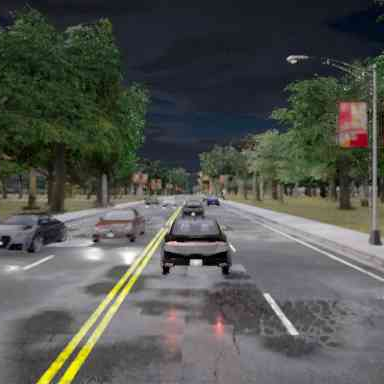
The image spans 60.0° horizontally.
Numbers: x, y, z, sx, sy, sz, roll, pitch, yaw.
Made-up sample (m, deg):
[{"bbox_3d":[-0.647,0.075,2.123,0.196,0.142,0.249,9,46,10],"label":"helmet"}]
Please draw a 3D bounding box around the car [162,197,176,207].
[{"bbox_3d":[-3.347,1.507,49.750,1.812,1.442,4.674,0,0,0],"label":"car"}]

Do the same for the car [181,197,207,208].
[{"bbox_3d":[0.094,1.493,28.672,1.837,1.490,4.892,0,0,0],"label":"car"}]

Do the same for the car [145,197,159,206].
[{"bbox_3d":[-6.569,1.544,55.604,1.994,1.385,4.181,0,0,0],"label":"car"}]

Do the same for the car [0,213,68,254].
[{"bbox_3d":[-6.602,1.557,13.342,1.994,1.385,4.181,0,0,0],"label":"car"}]

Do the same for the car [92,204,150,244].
[{"bbox_3d":[-3.354,1.518,16.015,1.812,1.442,4.674,0,0,0],"label":"car"}]

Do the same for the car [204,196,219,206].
[{"bbox_3d":[3.337,1.459,53.909,1.882,1.535,5.008,0,0,0],"label":"car"}]

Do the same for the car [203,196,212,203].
[{"bbox_3d":[3.234,1.506,69.832,1.812,1.442,4.674,0,0,0],"label":"car"}]

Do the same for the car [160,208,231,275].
[{"bbox_3d":[0.098,1.486,10.458,2.128,1.511,4.902,0,0,0],"label":"car"}]
